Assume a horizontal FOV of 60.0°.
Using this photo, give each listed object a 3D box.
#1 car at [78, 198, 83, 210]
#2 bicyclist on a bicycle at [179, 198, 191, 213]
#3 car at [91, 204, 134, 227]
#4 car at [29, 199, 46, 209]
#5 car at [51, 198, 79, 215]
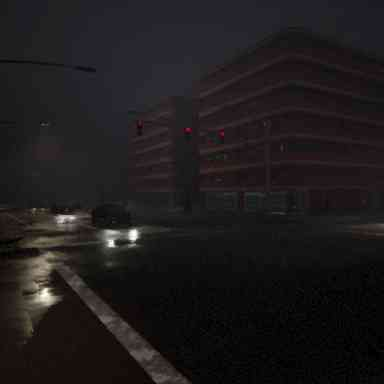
[{"bbox_3d":[-17.786,2.002,49.580,1.895,1.301,4.718,0,0,-33],"label":"car"},{"bbox_3d":[-0.760,1.470,36.758,1.656,1.620,0.582,-1,0,-33],"label":"bicyclist on a bicycle"},{"bbox_3d":[-5.944,1.648,24.521,1.882,1.535,5.008,0,0,-33],"label":"car"},{"bbox_3d":[-25.731,1.891,55.444,2.097,1.767,4.553,0,0,-33],"label":"car"},{"bbox_3d":[-15.155,1.819,38.836,2.128,1.511,4.902,0,0,-33],"label":"car"}]
